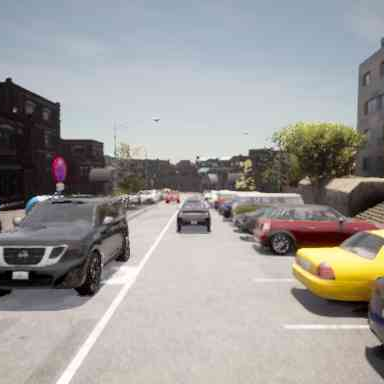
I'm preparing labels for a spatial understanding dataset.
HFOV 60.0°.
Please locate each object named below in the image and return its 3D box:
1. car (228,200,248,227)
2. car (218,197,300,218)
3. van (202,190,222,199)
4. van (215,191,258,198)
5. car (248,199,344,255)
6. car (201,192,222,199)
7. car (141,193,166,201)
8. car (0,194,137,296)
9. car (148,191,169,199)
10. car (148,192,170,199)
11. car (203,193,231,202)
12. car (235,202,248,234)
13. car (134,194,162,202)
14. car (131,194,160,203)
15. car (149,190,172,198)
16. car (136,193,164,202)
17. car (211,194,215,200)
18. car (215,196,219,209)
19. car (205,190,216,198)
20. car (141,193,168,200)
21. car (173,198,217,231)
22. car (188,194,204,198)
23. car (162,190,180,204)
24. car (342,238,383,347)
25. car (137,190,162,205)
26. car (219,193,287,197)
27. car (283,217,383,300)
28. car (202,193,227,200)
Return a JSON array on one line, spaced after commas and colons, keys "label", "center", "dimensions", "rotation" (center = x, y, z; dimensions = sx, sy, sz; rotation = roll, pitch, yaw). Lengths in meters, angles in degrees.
[{"label": "car", "center": [4.653, 1.340, 17.844], "dimensions": [4.892, 1.521, 2.231], "rotation": [0, 0, 0]}, {"label": "car", "center": [4.641, 1.294, 23.555], "dimensions": [5.008, 1.535, 2.097], "rotation": [0, 0, 0]}, {"label": "van", "center": [4.521, 0.646, 76.503], "dimensions": [4.442, 1.987, 1.878], "rotation": [0, 1, 0]}, {"label": "van", "center": [4.762, 1.003, 31.809], "dimensions": [4.442, 1.987, 1.878], "rotation": [0, 0, 0]}, {"label": "car", "center": [4.616, 1.257, 12.257], "dimensions": [4.553, 1.767, 2.185], "rotation": [0, 0, 0]}, {"label": "car", "center": [4.631, 0.824, 79.314], "dimensions": [4.892, 1.521, 2.231], "rotation": [0, 2, 0]}, {"label": "car", "center": [-7.697, 0.952, 67.124], "dimensions": [4.892, 1.521, 2.231], "rotation": [0, 0, 0]}, {"label": "car", "center": [-3.113, 1.151, 8.833], "dimensions": [2.150, 2.045, 5.566], "rotation": [0, 0, 0]}, {"label": "car", "center": [-7.661, 0.751, 76.067], "dimensions": [4.553, 1.767, 2.185], "rotation": [0, 1, 0]}, {"label": "car", "center": [-7.698, 0.831, 78.898], "dimensions": [5.008, 1.535, 2.097], "rotation": [0, 1, 0]}, {"label": "car", "center": [4.634, 0.987, 62.541], "dimensions": [5.008, 1.535, 2.097], "rotation": [0, 0, 0]}, {"label": "car", "center": [4.641, 1.362, 15.049], "dimensions": [4.892, 1.521, 2.231], "rotation": [0, 0, 0]}, {"label": "car", "center": [-7.686, 1.060, 58.435], "dimensions": [4.674, 1.452, 2.002], "rotation": [0, 0, 0]}, {"label": "car", "center": [-7.686, 1.084, 55.372], "dimensions": [4.674, 1.452, 2.002], "rotation": [0, 0, 0]}, {"label": "car", "center": [-7.664, 0.510, 81.837], "dimensions": [5.566, 2.045, 2.435], "rotation": [0, 1, 0]}, {"label": "car", "center": [-7.719, 1.026, 61.373], "dimensions": [4.792, 1.488, 2.163], "rotation": [0, 0, 0]}, {"label": "car", "center": [4.673, 1.236, 34.607], "dimensions": [4.792, 1.488, 2.163], "rotation": [0, 0, 0]}, {"label": "car", "center": [4.643, 1.291, 29.018], "dimensions": [4.674, 1.452, 2.002], "rotation": [0, 0, 0]}, {"label": "car", "center": [4.671, 0.912, 40.191], "dimensions": [5.566, 2.045, 2.435], "rotation": [0, 0, 0]}, {"label": "car", "center": [-7.876, 0.924, 70.187], "dimensions": [5.366, 1.575, 1.946], "rotation": [0, 0, 0]}, {"label": "car", "center": [0.097, 1.337, 19.530], "dimensions": [2.128, 1.511, 4.902], "rotation": [0, 0, 0]}, {"label": "car", "center": [0.094, 1.239, 36.302], "dimensions": [1.812, 1.442, 4.674], "rotation": [0, 0, 0]}, {"label": "car", "center": [-3.068, 0.801, 53.557], "dimensions": [2.150, 2.045, 5.566], "rotation": [0, 0, 0]}, {"label": "car", "center": [4.678, 1.478, 3.877], "dimensions": [4.792, 1.488, 2.163], "rotation": [0, 0, 0]}, {"label": "car", "center": [-7.716, 0.838, 49.618], "dimensions": [5.566, 2.045, 2.435], "rotation": [0, 0, 0]}, {"label": "car", "center": [4.676, 1.147, 26.224], "dimensions": [4.553, 1.767, 2.185], "rotation": [0, 0, 0]}, {"label": "car", "center": [4.834, 1.423, 6.669], "dimensions": [5.366, 1.575, 1.946], "rotation": [0, 0, 0]}, {"label": "car", "center": [4.633, 0.944, 68.252], "dimensions": [4.892, 1.521, 2.231], "rotation": [0, 0, 0]}]
